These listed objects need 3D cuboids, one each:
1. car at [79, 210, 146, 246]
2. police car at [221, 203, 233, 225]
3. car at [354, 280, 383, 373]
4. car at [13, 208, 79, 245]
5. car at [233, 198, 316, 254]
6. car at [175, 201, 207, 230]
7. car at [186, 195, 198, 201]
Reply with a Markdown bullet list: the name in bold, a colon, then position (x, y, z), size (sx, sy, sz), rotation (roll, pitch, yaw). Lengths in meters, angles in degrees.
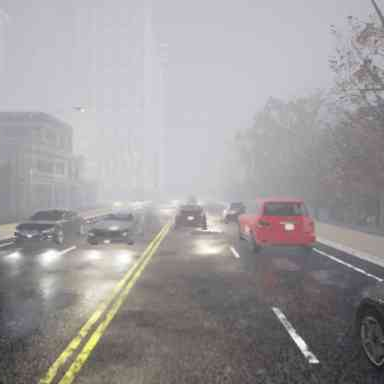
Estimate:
- **car**: position (-3.353, 1.595, 15.802), size (2.033, 1.411, 5.357), rotation (0, 0, 0)
- **police car**: position (3.246, 1.580, 24.736), size (2.038, 1.542, 4.974), rotation (0, 0, 0)
- **car**: position (3.249, 1.440, 2.736), size (2.033, 1.649, 4.856), rotation (0, 0, 0)
- **car**: position (-6.602, 1.553, 15.943), size (1.837, 1.490, 4.892), rotation (0, 0, 0)
- **car**: position (3.247, 1.263, 13.766), size (2.150, 2.045, 5.566), rotation (0, 0, 0)
- **car**: position (-0.065, 1.569, 21.789), size (2.163, 1.488, 4.792), rotation (0, 0, 0)
- **car**: position (0.053, 1.647, 58.013), size (1.837, 1.490, 4.892), rotation (0, 0, 0)
